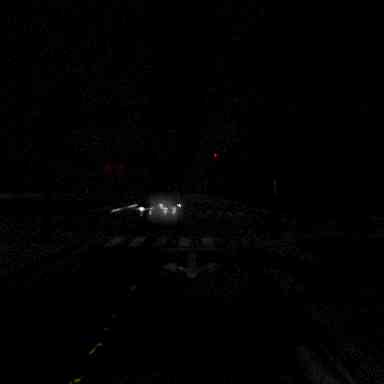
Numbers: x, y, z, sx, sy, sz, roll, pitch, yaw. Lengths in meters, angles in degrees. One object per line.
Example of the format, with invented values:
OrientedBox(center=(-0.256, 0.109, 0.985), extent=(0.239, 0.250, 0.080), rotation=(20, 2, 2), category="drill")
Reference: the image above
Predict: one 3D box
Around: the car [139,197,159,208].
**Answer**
OrientedBox(center=(-6.341, 1.521, 47.571), extent=(1.994, 1.385, 4.181), rotation=(0, 0, 0), category="car")

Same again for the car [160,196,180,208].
OrientedBox(center=(-3.091, 1.522, 47.497), extent=(1.994, 1.385, 4.181), rotation=(0, 0, 0), category="car")
